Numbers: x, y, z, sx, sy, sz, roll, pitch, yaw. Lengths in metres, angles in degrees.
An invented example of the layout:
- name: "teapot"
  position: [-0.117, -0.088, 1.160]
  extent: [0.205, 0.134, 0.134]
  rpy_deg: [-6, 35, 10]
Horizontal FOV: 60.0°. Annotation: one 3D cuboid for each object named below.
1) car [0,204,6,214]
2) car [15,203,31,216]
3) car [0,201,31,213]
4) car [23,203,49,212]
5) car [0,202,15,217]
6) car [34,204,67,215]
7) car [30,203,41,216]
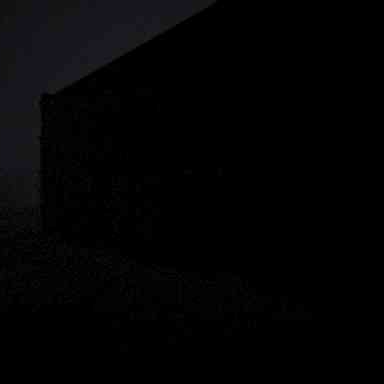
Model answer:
- name: "car"
  position: [-35.329, 2.931, 57.965]
  extent: [5.366, 1.575, 1.946]
  rpy_deg: [0, -2, 18]
- name: "car"
  position: [-25.487, 2.701, 46.257]
  extent: [4.792, 1.488, 2.163]
  rpy_deg: [0, -2, 18]
- name: "car"
  position: [-33.842, 2.844, 63.351]
  extent: [5.566, 2.045, 2.435]
  rpy_deg: [0, -1, 18]
- name: "car"
  position: [-32.157, 3.099, 68.666]
  extent: [4.553, 1.767, 2.185]
  rpy_deg: [0, -1, 18]
- name: "car"
  position: [-26.326, 2.427, 43.608]
  extent: [4.553, 1.767, 2.185]
  rpy_deg: [0, -2, 18]
- name: "car"
  position: [-23.016, 2.851, 54.238]
  extent: [4.553, 1.767, 2.185]
  rpy_deg: [0, -2, 18]
- name: "car"
  position: [-24.700, 2.811, 48.929]
  extent: [4.792, 1.488, 2.163]
  rpy_deg: [0, -2, 18]
